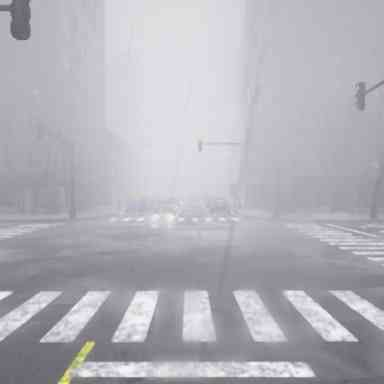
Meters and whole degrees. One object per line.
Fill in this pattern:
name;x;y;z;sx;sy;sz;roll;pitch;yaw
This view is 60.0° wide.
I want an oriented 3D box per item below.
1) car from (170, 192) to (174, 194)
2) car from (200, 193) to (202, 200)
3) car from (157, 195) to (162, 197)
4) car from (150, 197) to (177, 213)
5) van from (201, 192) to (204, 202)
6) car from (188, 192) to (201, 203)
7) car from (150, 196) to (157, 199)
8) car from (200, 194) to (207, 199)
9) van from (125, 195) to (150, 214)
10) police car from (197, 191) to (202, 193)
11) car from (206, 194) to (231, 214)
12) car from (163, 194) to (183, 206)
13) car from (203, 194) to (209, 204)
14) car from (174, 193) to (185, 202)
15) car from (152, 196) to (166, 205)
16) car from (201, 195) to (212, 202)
car;-5.537;1.310;73.692;1.887;1.381;4.507;0;0;0
car;2.939;1.330;62.494;1.752;1.417;4.829;0;0;0
car;-5.663;1.425;45.351;1.947;1.339;4.313;0;0;0
car;-2.949;1.492;34.913;1.895;1.301;4.718;0;0;0
van;2.913;1.165;56.655;1.690;1.788;3.998;0;0;0
car;0.281;1.324;64.383;1.812;1.442;4.674;0;0;0
car;-5.689;1.317;39.683;1.967;1.590;4.097;0;0;0
car;3.064;1.271;90.671;1.947;1.339;4.313;0;0;0
van;-5.714;1.235;34.014;1.690;1.788;3.998;0;0;0
police car;2.716;1.168;80.084;1.930;1.638;5.238;0;0;0
car;2.812;1.334;33.979;1.967;1.590;4.097;0;0;0
car;-2.869;1.407;50.130;1.994;1.385;4.181;0;0;0
car;2.862;1.300;45.317;1.967;1.590;4.097;0;0;0
car;-2.702;1.440;68.538;1.895;1.301;4.718;0;0;0
car;-5.613;1.389;56.688;1.947;1.339;4.313;0;0;0
car;2.963;1.336;67.994;2.008;1.369;4.403;0;0;0
